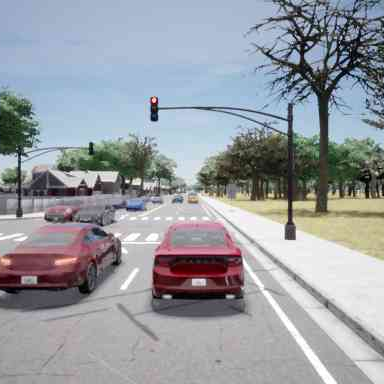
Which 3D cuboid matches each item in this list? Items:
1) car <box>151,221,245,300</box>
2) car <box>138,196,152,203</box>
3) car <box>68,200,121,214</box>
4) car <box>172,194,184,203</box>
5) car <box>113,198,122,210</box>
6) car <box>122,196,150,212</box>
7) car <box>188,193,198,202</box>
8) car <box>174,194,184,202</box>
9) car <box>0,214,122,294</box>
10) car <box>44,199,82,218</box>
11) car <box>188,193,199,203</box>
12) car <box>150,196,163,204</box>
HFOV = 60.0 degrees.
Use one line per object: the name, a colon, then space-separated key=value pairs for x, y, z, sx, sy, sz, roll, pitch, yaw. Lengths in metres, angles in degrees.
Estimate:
car: x=0.120 y=1.477 z=8.470 sx=1.882 sy=1.535 sz=5.008 roll=0 pitch=0 yaw=0
car: x=-9.574 y=1.518 z=68.062 sx=2.033 sy=1.411 sz=5.357 roll=0 pitch=0 yaw=0
car: x=-6.540 y=1.508 z=22.851 sx=1.837 sy=1.490 sz=4.892 roll=0 pitch=0 yaw=0
car: x=-2.969 y=1.497 z=66.306 sx=1.812 sy=1.442 sz=4.674 roll=0 pitch=0 yaw=0
car: x=-9.731 y=1.537 z=43.913 sx=2.033 sy=1.411 sz=5.357 roll=0 pitch=0 yaw=0
car: x=-6.495 y=1.470 z=39.019 sx=1.882 sy=1.535 sz=5.008 roll=0 pitch=0 yaw=0
car: x=0.206 y=1.188 z=76.298 sx=2.150 sy=2.045 sz=5.566 roll=0 pitch=0 yaw=0
car: x=-3.044 y=1.318 z=76.271 sx=2.097 sy=1.767 sz=4.553 roll=0 pitch=0 yaw=0
car: x=-3.127 y=1.525 z=8.682 sx=1.812 sy=1.442 sz=4.674 roll=0 pitch=0 yaw=0
car: x=-9.782 y=1.351 z=26.162 sx=2.097 sy=1.767 sz=4.553 roll=0 pitch=0 yaw=0
car: x=0.276 y=1.450 z=65.897 sx=1.882 sy=1.535 sz=5.008 roll=0 pitch=0 yaw=0
car: x=-6.392 y=1.523 z=61.715 sx=2.033 sy=1.411 sz=5.357 roll=0 pitch=0 yaw=1
